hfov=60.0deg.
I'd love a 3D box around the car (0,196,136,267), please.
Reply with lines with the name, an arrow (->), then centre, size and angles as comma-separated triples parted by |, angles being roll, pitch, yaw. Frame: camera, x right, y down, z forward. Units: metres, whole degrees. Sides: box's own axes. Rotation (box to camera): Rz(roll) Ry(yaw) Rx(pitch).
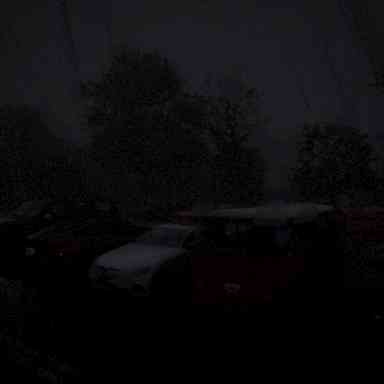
car -> -4.958, 1.248, 11.769 | 2.435, 2.045, 5.566 | 0, 0, 36

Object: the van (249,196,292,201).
van -> 5.155, 1.270, 20.798 | 1.878, 1.987, 4.442 | 0, 0, 36

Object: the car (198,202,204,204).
car -> 2.829, 1.500, 22.308 | 2.231, 1.521, 4.892 | 0, 0, 36

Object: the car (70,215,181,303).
car -> -0.422, 1.533, 8.567 | 2.002, 1.452, 4.674 | 0, 0, 36

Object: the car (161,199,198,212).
car -> 0.473, 1.502, 23.771 | 1.946, 1.575, 5.366 | 0, 0, 36

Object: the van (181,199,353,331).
van -> 1.903, 1.263, 7.046 | 1.878, 1.987, 4.442 | 0, 0, 36

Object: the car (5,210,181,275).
car -> -2.664, 1.526, 10.202 | 2.163, 1.488, 4.792 | 0, 0, 36

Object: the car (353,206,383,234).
car -> 9.490, 1.489, 17.551 | 2.097, 1.535, 5.008 | 0, 0, 36

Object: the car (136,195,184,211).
car -> -1.657, 1.263, 25.554 | 2.435, 2.045, 5.566 | -1, 0, 36

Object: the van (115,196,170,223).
van -> -3.958, 1.309, 27.308 | 1.878, 1.987, 4.442 | -1, 0, 36

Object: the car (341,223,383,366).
car -> 4.098, 1.486, 5.341 | 2.097, 1.535, 5.008 | 0, 0, 36
